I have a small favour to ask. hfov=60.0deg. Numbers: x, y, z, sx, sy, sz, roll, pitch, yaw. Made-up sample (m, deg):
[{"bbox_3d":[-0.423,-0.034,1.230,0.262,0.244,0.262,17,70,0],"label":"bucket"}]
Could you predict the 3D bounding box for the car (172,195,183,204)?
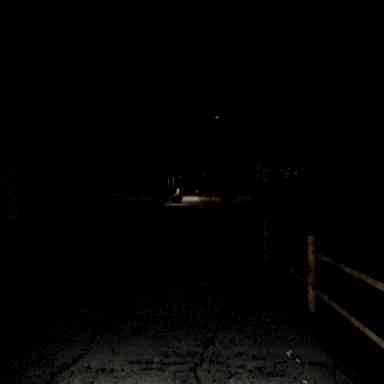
[{"bbox_3d":[-2.735,1.374,61.514,1.882,1.535,5.008,0,2,0],"label":"car"}]
